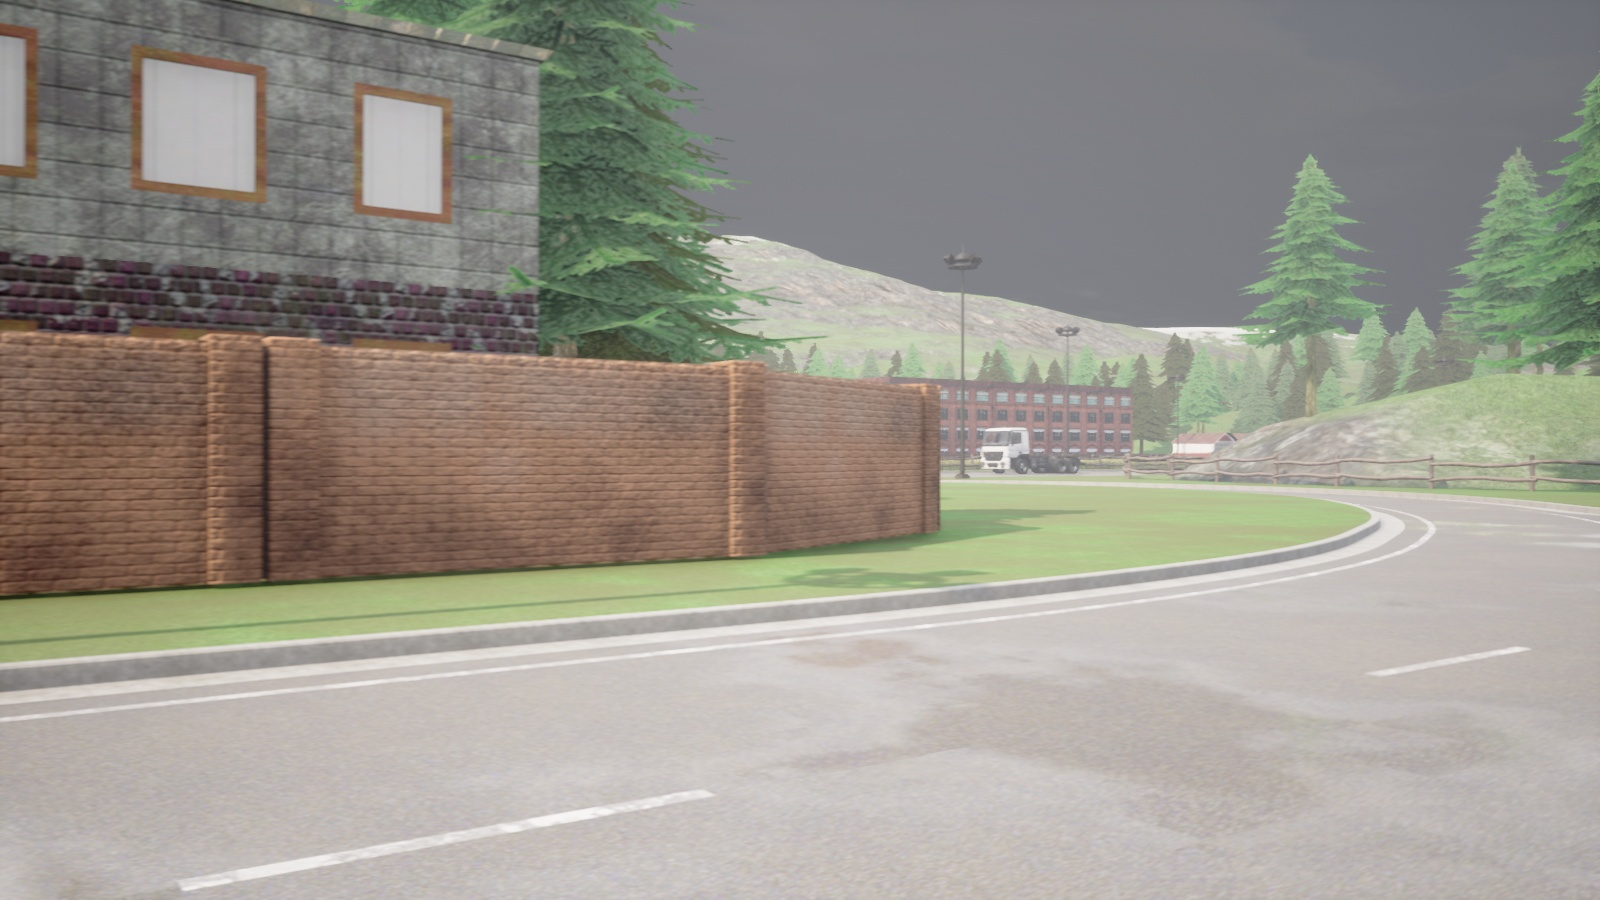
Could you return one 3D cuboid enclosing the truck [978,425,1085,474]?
[{"bbox_3d":[16.956,-0.048,91.758,7.936,3.462,2.891,0,0,-33],"label":"truck"}]
